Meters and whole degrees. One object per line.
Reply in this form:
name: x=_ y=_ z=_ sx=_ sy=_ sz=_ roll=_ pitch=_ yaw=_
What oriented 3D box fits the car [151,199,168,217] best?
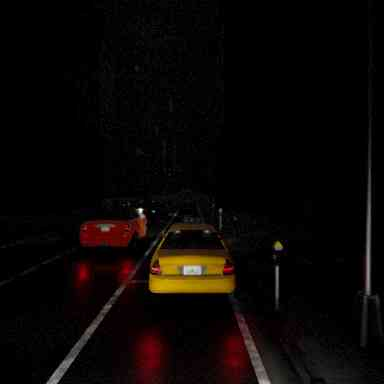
car: x=-3.145 y=1.572 z=29.222 sx=1.994 sy=1.385 sz=4.181 roll=0 pitch=0 yaw=0

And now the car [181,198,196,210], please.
car: x=-0.394 y=1.547 z=44.094 sx=1.887 sy=1.381 sz=4.507 roll=-1 pitch=0 yaw=0

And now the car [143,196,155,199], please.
car: x=-6.145 y=1.409 z=47.253 sx=2.097 sy=1.767 sz=4.553 roll=0 pitch=0 yaw=0

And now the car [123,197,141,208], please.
car: x=-8.919 y=1.549 z=49.600 sx=1.887 sy=1.381 sz=4.507 roll=-1 pitch=0 yaw=0

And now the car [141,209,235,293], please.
car: x=0.005 y=1.455 z=8.841 sx=1.801 sy=1.575 sz=5.366 roll=0 pitch=0 yaw=0

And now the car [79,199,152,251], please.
car: x=-3.145 y=1.364 z=14.190 sx=2.097 sy=1.767 sz=4.553 roll=0 pitch=0 yaw=0

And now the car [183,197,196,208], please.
car: x=-0.394 y=1.549 z=49.600 sx=1.887 sy=1.381 sz=4.507 roll=-1 pitch=0 yaw=0

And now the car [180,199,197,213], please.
car: x=-0.393 y=1.545 z=38.589 sx=1.887 sy=1.381 sz=4.507 roll=-1 pitch=0 yaw=0

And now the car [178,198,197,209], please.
car: x=-0.393 y=1.565 z=33.084 sx=1.947 sy=1.339 sz=4.313 roll=-1 pitch=0 yaw=0
